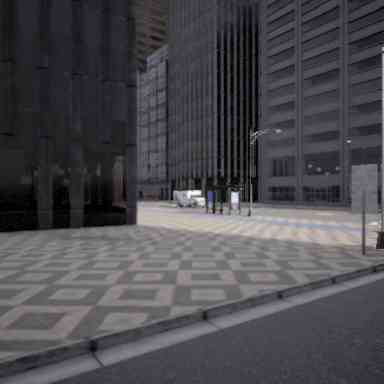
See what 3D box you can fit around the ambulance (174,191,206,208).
[{"bbox_3d":[-0.192,1.032,48.558,2.351,2.431,6.366,0,0,-35],"label":"ambulance"}]
